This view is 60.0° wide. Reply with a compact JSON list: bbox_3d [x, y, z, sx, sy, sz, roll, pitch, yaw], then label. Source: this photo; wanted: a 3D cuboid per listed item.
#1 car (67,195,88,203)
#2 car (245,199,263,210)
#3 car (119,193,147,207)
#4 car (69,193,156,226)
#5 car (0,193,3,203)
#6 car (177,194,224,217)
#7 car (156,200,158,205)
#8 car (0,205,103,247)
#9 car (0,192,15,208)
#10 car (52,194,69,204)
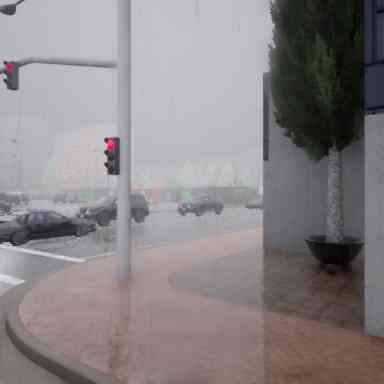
[{"bbox_3d":[-21.366,1.363,62.171,3.905,1.438,1.784,0,0,35],"label":"car"},{"bbox_3d":[8.734,1.547,42.659,2.033,1.411,5.357,0,0,37],"label":"car"},{"bbox_3d":[-8.805,1.155,49.713,3.866,1.878,1.905,0,0,35],"label":"car"},{"bbox_3d":[-5.479,1.221,23.733,2.150,2.045,5.566,0,0,36],"label":"car"},{"bbox_3d":[-38.588,1.152,64.051,4.605,1.855,1.932,0,0,35],"label":"car"},{"bbox_3d":[0.946,1.221,32.330,2.150,2.045,5.566,0,0,37],"label":"car"},{"bbox_3d":[-7.119,1.395,52.067,3.806,1.475,1.970,0,0,35],"label":"car"},{"bbox_3d":[-7.003,1.547,15.201,2.033,1.411,5.357,0,0,35],"label":"car"},{"bbox_3d":[-20.145,1.155,33.698,3.866,1.878,1.905,0,0,35],"label":"car"},{"bbox_3d":[-23.097,1.152,59.848,4.605,1.855,1.932,0,0,35],"label":"car"}]
